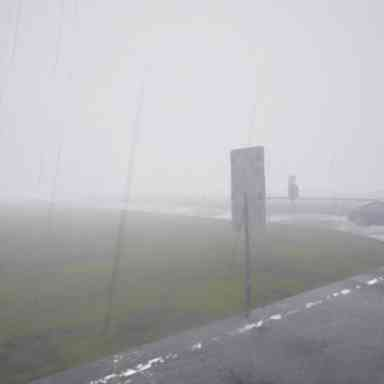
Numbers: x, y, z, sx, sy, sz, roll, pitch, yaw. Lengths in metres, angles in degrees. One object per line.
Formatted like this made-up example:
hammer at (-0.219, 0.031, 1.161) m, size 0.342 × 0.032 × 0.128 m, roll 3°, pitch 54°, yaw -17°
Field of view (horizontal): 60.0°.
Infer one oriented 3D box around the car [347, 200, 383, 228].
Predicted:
car at (10.393, 1.141, 16.910) m, size 1.812 × 1.442 × 4.674 m, roll -3°, pitch 2°, yaw -41°
